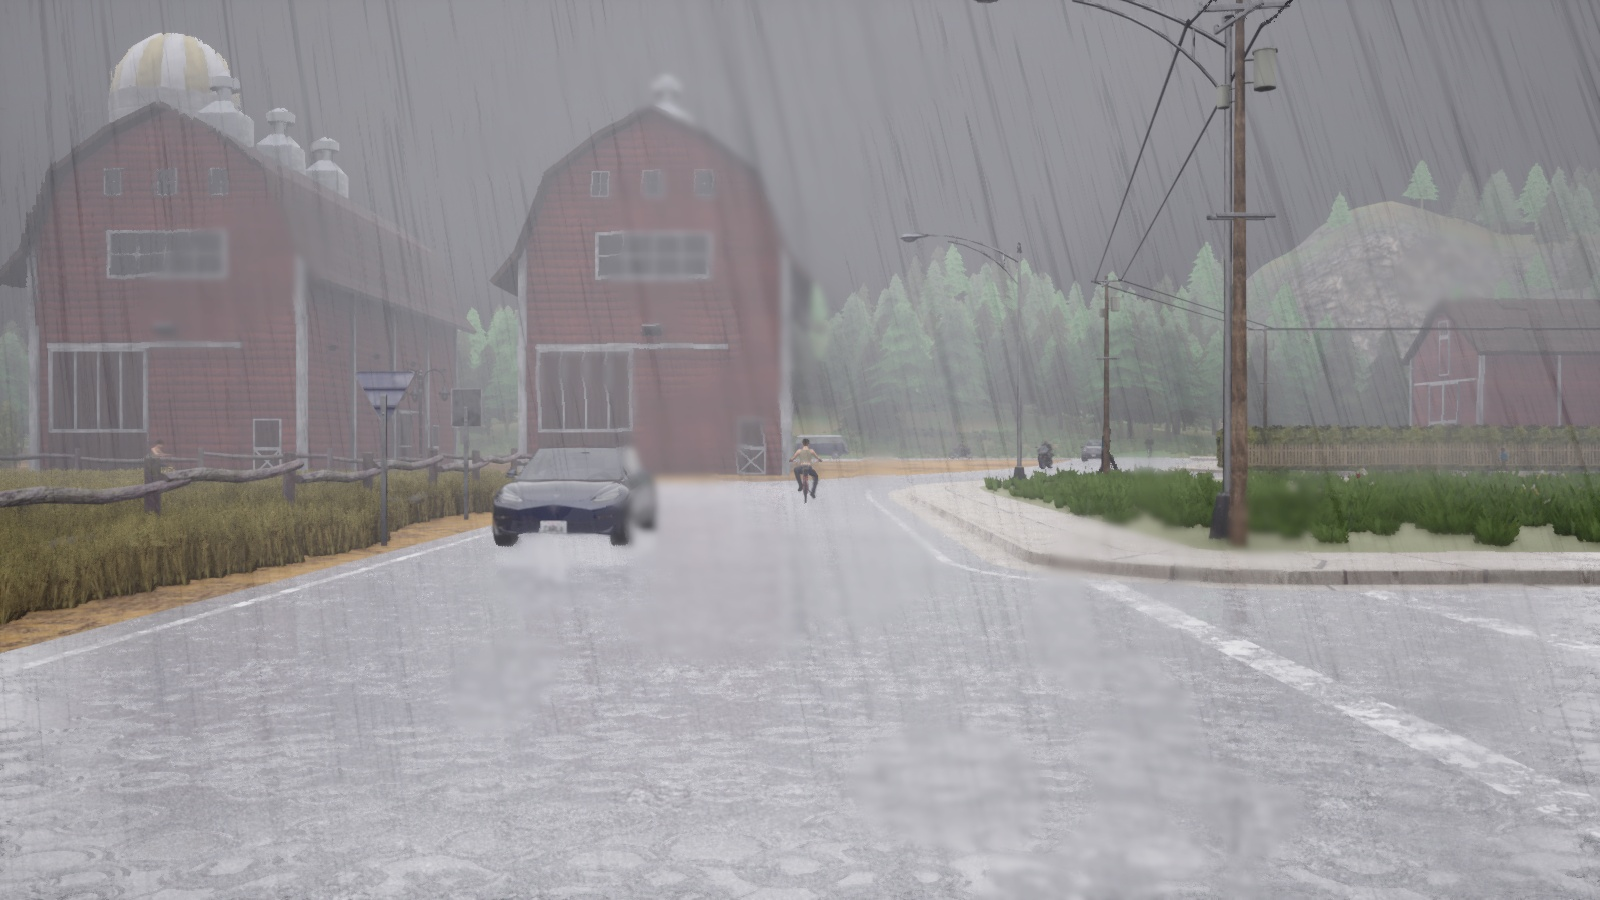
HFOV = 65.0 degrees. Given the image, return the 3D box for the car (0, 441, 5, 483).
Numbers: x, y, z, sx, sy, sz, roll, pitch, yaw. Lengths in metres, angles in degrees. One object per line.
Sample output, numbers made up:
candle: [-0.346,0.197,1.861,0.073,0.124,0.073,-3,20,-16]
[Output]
car: [-32.070,0.440,45.739,5.008,1.535,1.882,0,0,-3]

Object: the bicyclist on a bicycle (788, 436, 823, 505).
bicyclist on a bicycle: [0.138,0.501,31.578,0.866,1.612,1.509,0,4,0]

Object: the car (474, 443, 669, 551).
car: [-3.387,0.633,19.636,2.163,1.488,4.792,0,0,0]

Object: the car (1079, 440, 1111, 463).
car: [19.878,0.100,84.562,1.845,1.501,3.633,0,0,17]

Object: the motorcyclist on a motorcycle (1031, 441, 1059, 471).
motorcyclist on a motorcycle: [12.747,0.308,65.257,0.866,1.530,2.191,0,1,26]
